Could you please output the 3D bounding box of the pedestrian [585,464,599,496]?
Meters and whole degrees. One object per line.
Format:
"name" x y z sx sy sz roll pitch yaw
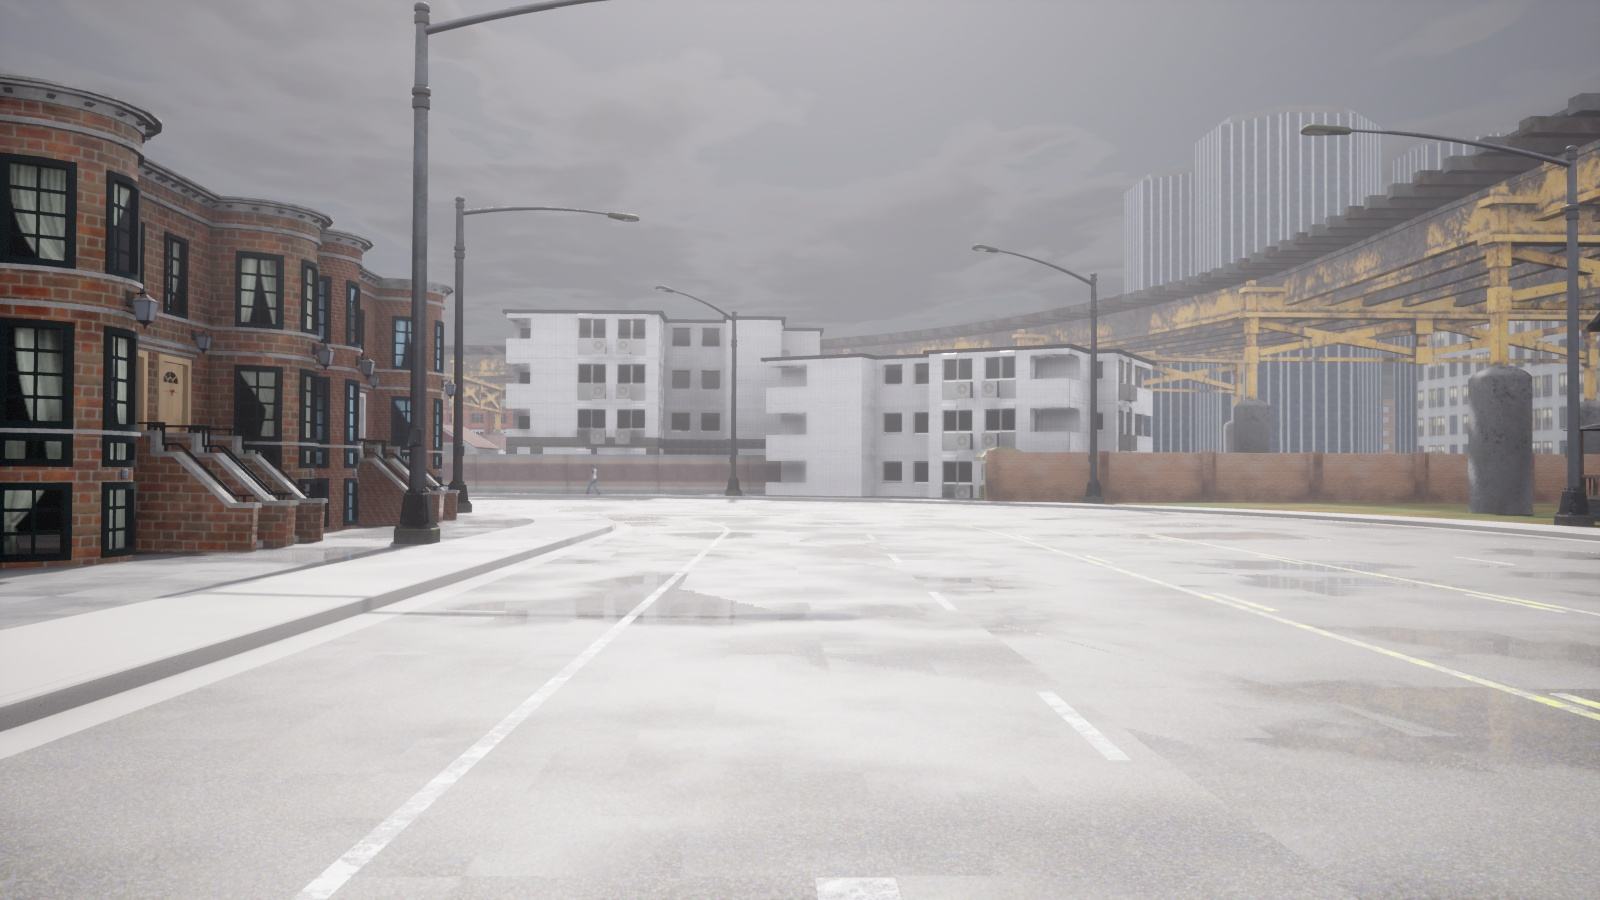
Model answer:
"pedestrian" -11.806 1.709 71.173 0.706 1.836 0.354 -1 -1 18
